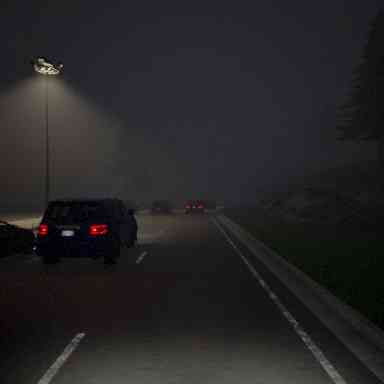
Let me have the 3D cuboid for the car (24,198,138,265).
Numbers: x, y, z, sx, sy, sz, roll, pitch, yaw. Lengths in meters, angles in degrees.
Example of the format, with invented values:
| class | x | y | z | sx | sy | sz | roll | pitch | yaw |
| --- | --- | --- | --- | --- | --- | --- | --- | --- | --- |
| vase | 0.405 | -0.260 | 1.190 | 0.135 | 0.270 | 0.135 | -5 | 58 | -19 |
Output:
| class | x | y | z | sx | sy | sz | roll | pitch | yaw |
| --- | --- | --- | --- | --- | --- | --- | --- | --- | --- |
| car | -3.401 | 1.221 | 11.789 | 2.150 | 2.045 | 5.566 | 0 | 0 | 0 |

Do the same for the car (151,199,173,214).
| class | x | y | z | sx | sy | sz | roll | pitch | yaw |
| --- | --- | --- | --- | --- | --- | --- | --- | --- | --- |
| car | -3.166 | 1.478 | 35.349 | 1.882 | 1.535 | 5.008 | 0 | 0 | 2 |

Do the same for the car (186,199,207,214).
| class | x | y | z | sx | sy | sz | roll | pitch | yaw |
| --- | --- | --- | --- | --- | --- | --- | --- | --- | --- |
| car | 0.332 | 1.547 | 35.211 | 2.033 | 1.411 | 5.357 | 0 | 0 | 3 |

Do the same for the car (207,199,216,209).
| class | x | y | z | sx | sy | sz | roll | pitch | yaw |
| --- | --- | --- | --- | --- | --- | --- | --- | --- | --- |
| car | 1.951 | 1.564 | 44.539 | 1.994 | 1.385 | 4.181 | 0 | 0 | 14 |

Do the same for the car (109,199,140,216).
| class | x | y | z | sx | sy | sz | roll | pitch | yaw |
| --- | --- | --- | --- | --- | --- | --- | --- | --- | --- |
| car | -6.739 | 1.478 | 33.752 | 1.882 | 1.535 | 5.008 | 0 | 0 | 2 |

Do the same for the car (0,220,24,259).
| class | x | y | z | sx | sy | sz | roll | pitch | yaw |
| --- | --- | --- | --- | --- | --- | --- | --- | --- | --- |
| car | -6.901 | 1.564 | 10.934 | 1.994 | 1.385 | 4.181 | 0 | 0 | 0 |
